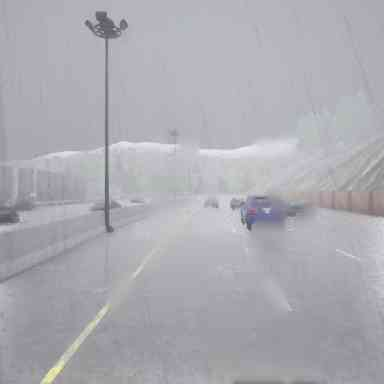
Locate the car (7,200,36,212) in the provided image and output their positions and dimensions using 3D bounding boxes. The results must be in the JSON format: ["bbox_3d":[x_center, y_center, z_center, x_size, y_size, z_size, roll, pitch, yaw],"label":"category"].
[{"bbox_3d":[-19.296,1.547,36.500,2.033,1.411,5.357,0,0,4],"label":"car"}]

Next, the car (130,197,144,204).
[{"bbox_3d":[-10.330,1.562,62.584,1.994,1.385,4.181,0,0,4],"label":"car"}]

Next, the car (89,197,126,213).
[{"bbox_3d":[-8.901,1.547,34.735,2.033,1.411,5.357,0,0,4],"label":"car"}]

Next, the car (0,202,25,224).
[{"bbox_3d":[-13.271,1.563,21.793,1.994,1.385,4.181,0,0,3],"label":"car"}]

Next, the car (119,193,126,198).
[{"bbox_3d":[-16.483,1.113,77.002,1.837,1.490,4.892,0,0,3],"label":"car"}]

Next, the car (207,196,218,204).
[{"bbox_3d":[3.951,1.546,64.213,2.033,1.411,5.357,0,0,4],"label":"car"}]

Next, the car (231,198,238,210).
[{"bbox_3d":[6.018,1.489,43.366,2.128,1.511,4.902,0,0,5],"label":"car"}]

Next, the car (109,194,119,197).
[{"bbox_3d":[-14.306,1.503,55.651,1.837,1.490,4.892,0,0,4],"label":"car"}]

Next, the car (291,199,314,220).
[{"bbox_3d":[8.347,1.504,27.801,1.837,1.490,4.892,0,0,4],"label":"car"}]

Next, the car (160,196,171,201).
[{"bbox_3d":[-6.036,1.581,75.758,1.895,1.301,4.718,0,0,3],"label":"car"}]

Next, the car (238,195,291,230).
[{"bbox_3d":[4.393,1.220,21.111,2.150,2.045,5.566,0,0,3],"label":"car"}]

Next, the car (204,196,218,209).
[{"bbox_3d":[2.741,1.599,46.322,1.895,1.301,4.718,0,0,4],"label":"car"}]
